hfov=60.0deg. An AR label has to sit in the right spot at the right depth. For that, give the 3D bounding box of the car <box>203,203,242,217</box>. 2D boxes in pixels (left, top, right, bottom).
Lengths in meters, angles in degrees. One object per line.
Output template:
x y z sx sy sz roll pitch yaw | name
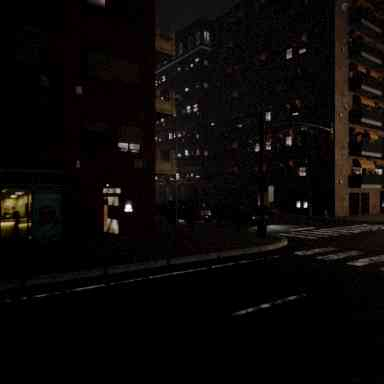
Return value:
3.310 1.899 36.639 1.947 1.339 4.313 -1 0 -36 | car

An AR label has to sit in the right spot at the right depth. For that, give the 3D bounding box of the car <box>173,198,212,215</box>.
0.010 1.719 41.128 2.192 1.841 5.009 -1 0 -36 | car

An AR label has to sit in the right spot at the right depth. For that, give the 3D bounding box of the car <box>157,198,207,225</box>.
-0.390 1.586 27.061 2.192 1.841 5.009 -1 0 -36 | car

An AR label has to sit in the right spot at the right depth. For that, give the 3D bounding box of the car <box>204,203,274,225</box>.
3.580 1.779 26.346 2.033 1.411 5.357 0 -1 -34 | car

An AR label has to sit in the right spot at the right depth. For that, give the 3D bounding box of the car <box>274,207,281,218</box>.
6.605 1.844 32.151 1.802 1.307 4.206 -1 0 -36 | car

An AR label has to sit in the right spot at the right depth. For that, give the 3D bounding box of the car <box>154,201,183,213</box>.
-3.280 2.025 45.615 2.008 1.369 4.403 -1 0 -36 | car
